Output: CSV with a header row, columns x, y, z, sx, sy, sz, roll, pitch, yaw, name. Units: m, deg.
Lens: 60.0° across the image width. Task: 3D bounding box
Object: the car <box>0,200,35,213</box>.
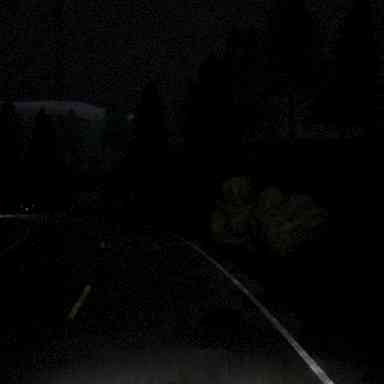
x,y,z,sx,sy,sz,roll,pitch,yaw,name
-18.653,1.462,34.364,4.718,1.301,1.895,0,0,24,car
